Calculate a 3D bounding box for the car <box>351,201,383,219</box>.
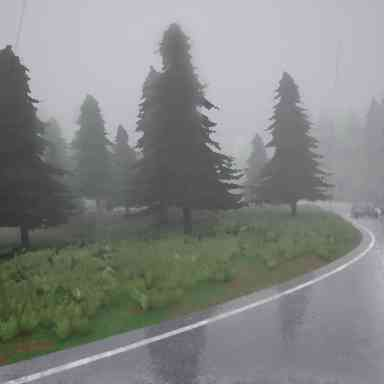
[{"bbox_3d":[17.630,1.798,34.122,2.097,1.767,4.553,-3,-2,20],"label":"car"}]
